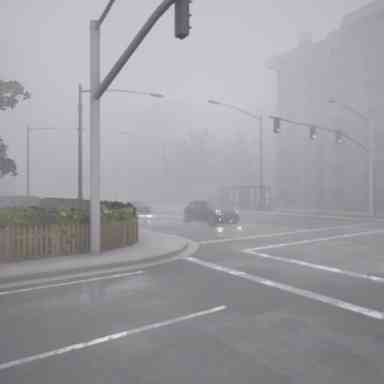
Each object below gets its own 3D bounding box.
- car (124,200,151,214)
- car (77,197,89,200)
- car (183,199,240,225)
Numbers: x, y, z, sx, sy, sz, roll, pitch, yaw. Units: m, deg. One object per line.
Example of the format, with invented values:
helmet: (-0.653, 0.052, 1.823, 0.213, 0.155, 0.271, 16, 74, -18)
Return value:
car: (-5.834, 1.553, 34.138, 1.994, 1.385, 4.181, 0, 0, -35)
car: (-16.068, 1.530, 49.085, 1.837, 1.490, 4.892, 0, 0, -35)
car: (1.312, 1.343, 23.814, 2.097, 1.767, 4.553, 0, 0, -35)
